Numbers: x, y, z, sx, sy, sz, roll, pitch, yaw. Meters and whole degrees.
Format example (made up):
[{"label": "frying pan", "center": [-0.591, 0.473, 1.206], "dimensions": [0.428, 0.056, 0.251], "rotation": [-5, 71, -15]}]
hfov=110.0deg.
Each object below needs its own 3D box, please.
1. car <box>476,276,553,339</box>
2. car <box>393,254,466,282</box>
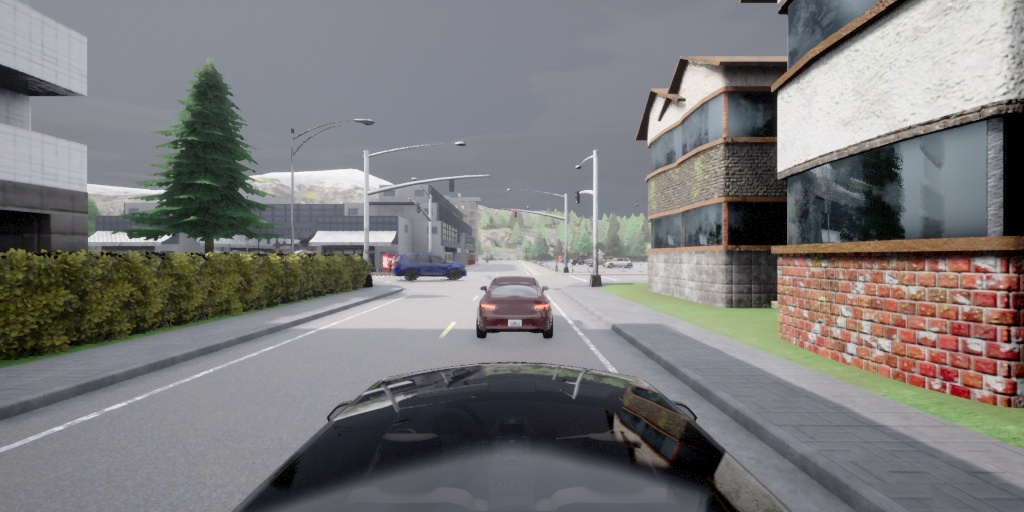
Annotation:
[{"label": "car", "center": [0.071, 1.276, 10.003], "dimensions": [1.812, 1.442, 4.674], "rotation": [0, 0, 0]}, {"label": "car", "center": [-6.434, 0.891, 28.228], "dimensions": [5.566, 2.045, 2.150], "rotation": [1, 1, -19]}]
